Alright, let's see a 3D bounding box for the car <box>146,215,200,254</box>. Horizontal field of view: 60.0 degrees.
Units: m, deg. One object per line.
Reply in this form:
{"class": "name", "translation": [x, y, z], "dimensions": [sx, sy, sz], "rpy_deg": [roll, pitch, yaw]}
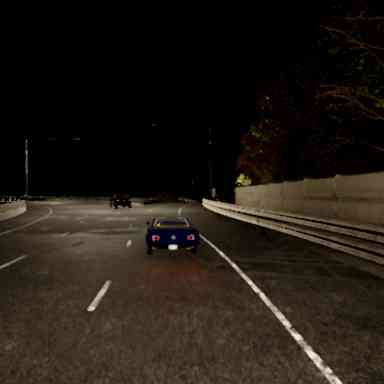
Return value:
{"class": "car", "translation": [-0.933, 1.605, 13.660], "dimensions": [1.895, 1.301, 4.718], "rpy_deg": [0, 0, -7]}

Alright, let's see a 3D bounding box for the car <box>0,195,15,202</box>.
{"class": "car", "translation": [-45.736, 1.696, 81.867], "dimensions": [4.902, 1.511, 2.128], "rpy_deg": [0, 0, 39]}

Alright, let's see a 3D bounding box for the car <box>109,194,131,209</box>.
{"class": "car", "translation": [-9.936, 1.258, 45.833], "dimensions": [2.150, 2.045, 5.566], "rpy_deg": [0, 0, -24]}

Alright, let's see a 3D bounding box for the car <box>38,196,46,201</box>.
{"class": "car", "translation": [-39.408, 1.690, 85.654], "dimensions": [4.181, 1.385, 1.994], "rpy_deg": [0, 0, 39]}

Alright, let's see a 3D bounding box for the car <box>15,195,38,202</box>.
{"class": "car", "translation": [-40.986, 1.673, 82.409], "dimensions": [4.902, 1.511, 2.128], "rpy_deg": [0, 0, 39]}
